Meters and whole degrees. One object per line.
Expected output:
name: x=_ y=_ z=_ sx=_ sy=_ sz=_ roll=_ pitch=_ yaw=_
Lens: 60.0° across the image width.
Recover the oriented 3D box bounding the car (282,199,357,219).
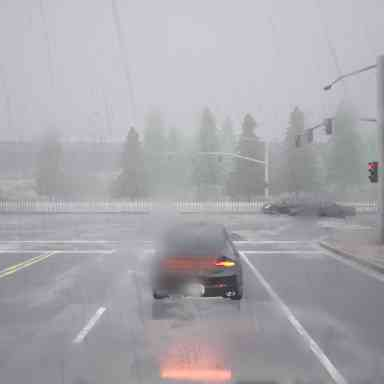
car: x=10.559 y=1.492 z=27.353 sx=5.357 sy=1.411 sz=2.033 roll=0 pitch=0 yaw=0

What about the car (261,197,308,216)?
car: x=8.793 y=1.296 z=30.861 sx=4.553 sy=1.767 sz=2.097 roll=0 pitch=0 yaw=0

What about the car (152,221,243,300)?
car: x=0.172 y=1.505 z=8.401 sx=1.837 sy=1.490 sz=4.892 roll=0 pitch=0 yaw=2
